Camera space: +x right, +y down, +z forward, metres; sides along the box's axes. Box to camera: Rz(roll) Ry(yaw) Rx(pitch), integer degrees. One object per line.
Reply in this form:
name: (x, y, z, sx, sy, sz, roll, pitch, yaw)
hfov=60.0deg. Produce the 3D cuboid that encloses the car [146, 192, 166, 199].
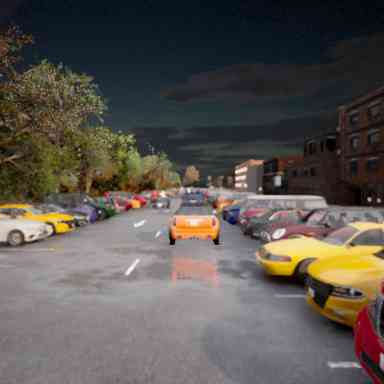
car: (-8.447, 0.844, 78.104, 4.553, 1.767, 2.185, 0, 0, 0)

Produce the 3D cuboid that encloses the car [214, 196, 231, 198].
car: (4.747, 1.324, 27.991, 5.366, 1.575, 1.946, 0, 0, 0)

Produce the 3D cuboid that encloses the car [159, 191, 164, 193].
car: (-8.520, 0.847, 61.268, 5.566, 2.045, 2.435, 0, 0, 0)

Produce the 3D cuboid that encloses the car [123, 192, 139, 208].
car: (-8.479, 1.152, 36.329, 4.553, 1.767, 2.185, 0, 0, 0)

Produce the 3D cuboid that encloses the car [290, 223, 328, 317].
car: (4.550, 1.448, 5.724, 5.008, 1.535, 2.097, 0, 0, 0)

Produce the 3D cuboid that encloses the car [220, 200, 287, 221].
car: (4.557, 1.384, 25.208, 4.674, 1.452, 2.002, 0, 0, 0)

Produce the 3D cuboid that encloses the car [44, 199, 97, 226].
car: (-8.531, 1.378, 19.621, 4.892, 1.521, 2.231, 0, 0, 0)

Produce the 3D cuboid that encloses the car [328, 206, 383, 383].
car: (4.514, 1.211, 2.940, 5.566, 2.045, 2.435, 0, 0, 0)

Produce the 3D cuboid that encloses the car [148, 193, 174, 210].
car: (-3.563, 1.268, 39.295, 2.128, 1.511, 4.902, 0, 0, 0)

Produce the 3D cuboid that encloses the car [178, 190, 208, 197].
car: (0.123, 1.051, 30.977, 2.150, 2.045, 5.566, 0, 0, 1)

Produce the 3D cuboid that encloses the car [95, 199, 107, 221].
car: (-8.551, 1.391, 22.404, 4.792, 1.488, 2.163, 0, 0, 0)

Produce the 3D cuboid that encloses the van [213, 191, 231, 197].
van: (4.683, 1.068, 33.493, 4.442, 1.987, 1.878, 0, 0, 0)

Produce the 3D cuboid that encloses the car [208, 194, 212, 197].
car: (4.570, 1.278, 41.908, 4.674, 1.452, 2.002, 0, 0, 0)

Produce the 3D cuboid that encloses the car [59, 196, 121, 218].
car: (-8.487, 1.203, 27.975, 4.553, 1.767, 2.185, 0, 0, 0)

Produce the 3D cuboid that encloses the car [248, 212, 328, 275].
car: (4.361, 1.431, 8.508, 5.366, 1.575, 1.946, 0, 0, 0)

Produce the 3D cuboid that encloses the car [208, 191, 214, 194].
car: (4.606, 1.094, 44.689, 4.553, 1.767, 2.185, 0, 0, 0)

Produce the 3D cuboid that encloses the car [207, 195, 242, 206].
car: (4.571, 1.200, 47.475, 4.892, 1.521, 2.231, 0, 0, 0)

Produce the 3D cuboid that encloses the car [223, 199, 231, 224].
car: (4.550, 1.375, 19.641, 5.008, 1.535, 2.097, 0, 0, 0)

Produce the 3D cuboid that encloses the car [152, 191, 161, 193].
car: (-8.679, 1.116, 58.486, 5.366, 1.575, 1.946, 0, 0, 0)

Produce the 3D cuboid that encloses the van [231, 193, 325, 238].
van: (4.436, 1.165, 16.857, 4.442, 1.987, 1.878, 0, 0, 0)

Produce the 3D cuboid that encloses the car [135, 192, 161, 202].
car: (-8.458, 0.950, 64.179, 4.553, 1.767, 2.185, 0, 0, 0)

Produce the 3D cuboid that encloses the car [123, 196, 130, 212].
car: (-8.519, 1.352, 30.761, 4.674, 1.452, 2.002, 0, 0, 0)

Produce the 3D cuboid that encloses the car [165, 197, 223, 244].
car: (0.101, 1.271, 15.484, 2.097, 1.767, 4.553, 0, 0, 0)

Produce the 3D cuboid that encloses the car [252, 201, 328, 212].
car: (4.580, 1.295, 11.165, 4.553, 1.767, 2.185, 0, 0, 0)

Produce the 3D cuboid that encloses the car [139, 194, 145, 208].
car: (-8.514, 1.258, 39.115, 5.008, 1.535, 2.097, 0, 0, 0)

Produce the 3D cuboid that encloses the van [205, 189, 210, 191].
van: (4.701, 0.912, 55.823, 4.442, 1.987, 1.878, 0, 0, 0)

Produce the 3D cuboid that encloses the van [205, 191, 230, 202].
van: (4.704, 0.871, 61.264, 4.442, 1.987, 1.878, 0, 0, 0)

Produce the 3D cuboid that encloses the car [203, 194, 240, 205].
car: (4.394, 1.176, 50.258, 5.366, 1.575, 1.946, 0, 0, 0)

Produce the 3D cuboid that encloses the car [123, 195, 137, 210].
car: (-8.508, 1.295, 33.546, 5.008, 1.535, 2.097, 0, 0, 0)

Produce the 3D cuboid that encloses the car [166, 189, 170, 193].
car: (-8.509, 0.740, 75.318, 5.566, 2.045, 2.435, 0, 0, 0)

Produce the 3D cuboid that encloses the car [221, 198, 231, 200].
car: (4.563, 1.360, 22.424, 5.008, 1.535, 2.097, 0, 0, 0)

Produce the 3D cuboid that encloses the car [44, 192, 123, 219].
car: (-8.492, 1.095, 25.190, 5.566, 2.045, 2.435, 0, 0, 0)

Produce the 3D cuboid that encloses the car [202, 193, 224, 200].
car: (4.568, 1.041, 72.523, 4.792, 1.488, 2.163, 0, 0, 0)

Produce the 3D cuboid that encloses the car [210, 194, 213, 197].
car: (4.598, 1.305, 36.342, 4.792, 1.488, 2.163, 0, 0, 0)

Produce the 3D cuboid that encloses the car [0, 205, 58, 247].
car: (-8.532, 1.447, 14.051, 4.674, 1.452, 2.002, 0, 0, 0)

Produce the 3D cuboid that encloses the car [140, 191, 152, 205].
car: (-8.534, 1.075, 47.470, 4.553, 1.767, 2.185, 0, 0, 0)

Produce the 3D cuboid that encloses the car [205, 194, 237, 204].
car: (4.588, 1.160, 53.041, 4.892, 1.521, 2.231, 0, 0, 0)

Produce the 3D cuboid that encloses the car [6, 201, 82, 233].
car: (-8.532, 1.392, 16.836, 5.008, 1.535, 2.097, 0, 0, 0)
